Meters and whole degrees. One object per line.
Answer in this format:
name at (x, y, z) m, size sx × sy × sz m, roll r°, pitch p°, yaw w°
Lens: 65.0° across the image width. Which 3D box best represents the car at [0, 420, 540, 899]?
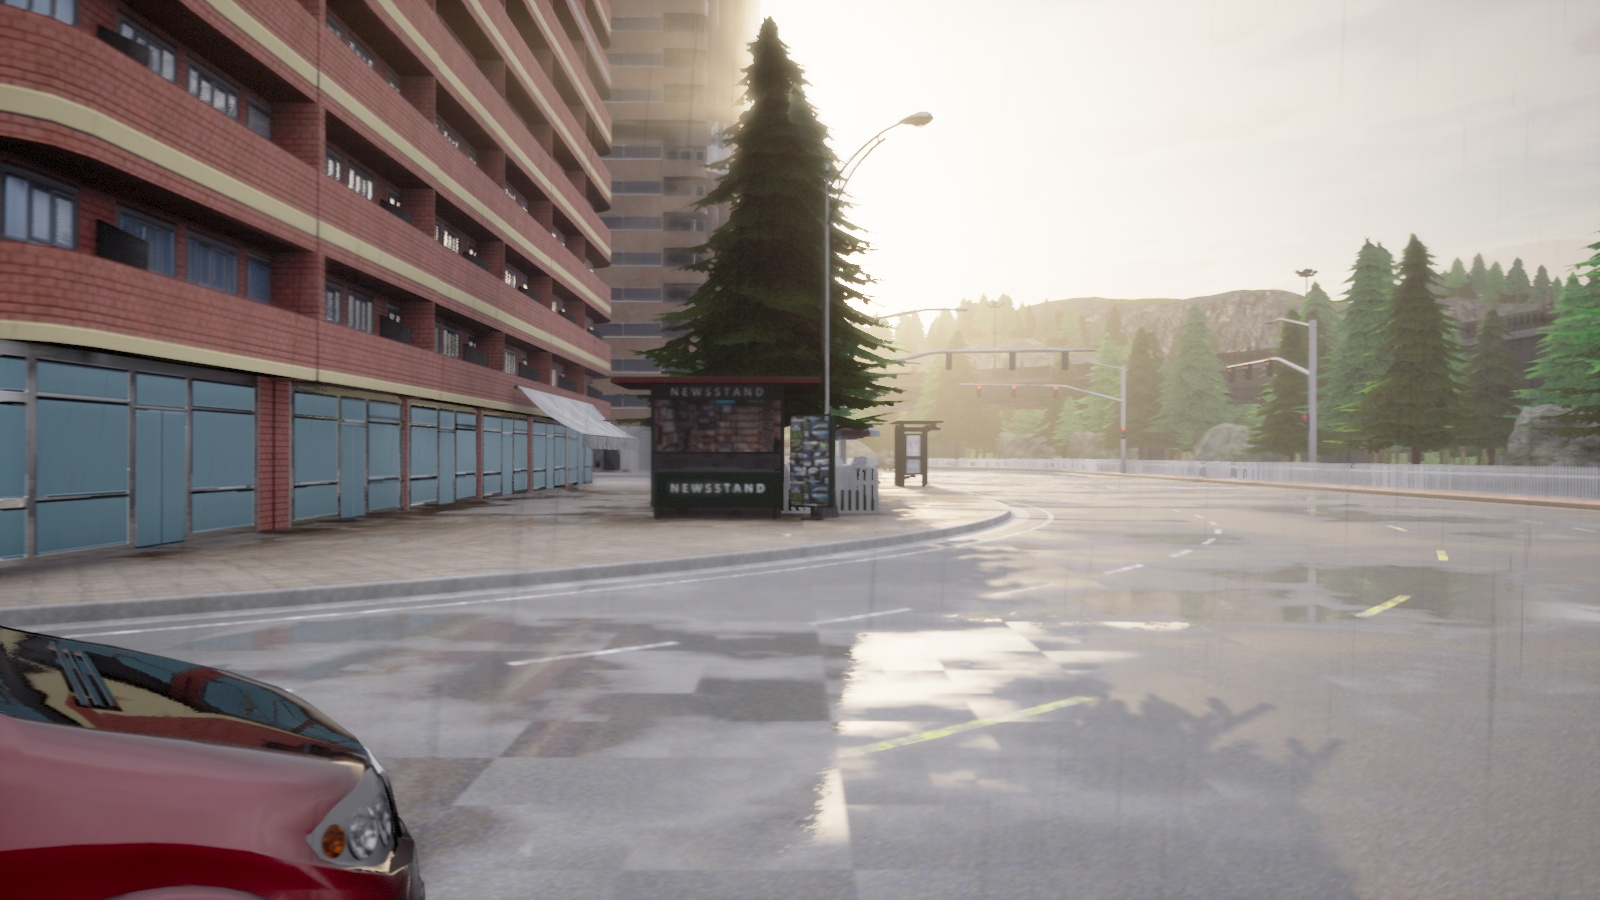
car at (-2.493, 0.737, 1.914) m, size 3.705 × 1.549 × 1.789 m, roll 0°, pitch 0°, yaw -34°
